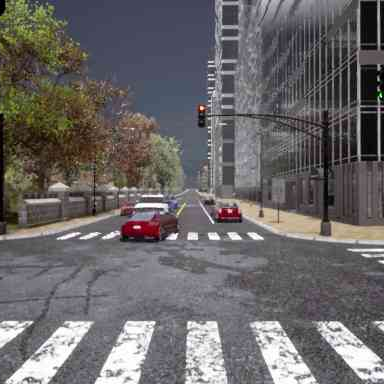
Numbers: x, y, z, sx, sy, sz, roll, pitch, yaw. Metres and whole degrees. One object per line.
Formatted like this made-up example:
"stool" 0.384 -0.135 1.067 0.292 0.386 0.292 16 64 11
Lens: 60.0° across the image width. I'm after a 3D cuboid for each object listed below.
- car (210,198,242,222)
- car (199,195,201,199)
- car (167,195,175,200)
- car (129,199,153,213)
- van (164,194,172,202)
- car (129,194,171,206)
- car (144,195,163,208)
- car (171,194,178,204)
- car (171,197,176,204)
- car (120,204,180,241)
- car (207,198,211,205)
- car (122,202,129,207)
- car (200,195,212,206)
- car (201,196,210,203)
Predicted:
"car" 2.747 1.442 25.997 1.967 1.590 4.097 0 0 0
"car" 2.820 1.434 60.083 1.967 1.590 4.097 0 0 0
"car" -5.500 1.531 88.525 1.802 1.307 4.206 0 0 0
"car" -5.610 1.553 37.376 2.008 1.369 4.403 0 0 0
"van" -5.523 1.313 77.158 1.690 1.788 3.998 0 0 0
"car" -3.049 1.223 25.477 2.150 2.045 5.566 0 0 0
"car" -5.585 1.316 48.742 2.192 1.841 5.009 0 0 0
"car" -2.992 1.354 45.841 2.097 1.767 4.553 0 0 0
"car" -3.023 1.528 35.631 1.812 1.442 4.674 0 0 0
"car" -2.015 1.568 17.010 1.994 1.385 4.181 0 0 14
"car" 2.758 1.568 31.678 1.947 1.339 4.313 0 0 0
"car" -5.622 1.547 31.693 1.887 1.381 4.507 0 0 0
"car" 2.807 1.564 54.402 1.947 1.339 4.313 0 0 0
"car" 2.845 1.506 71.619 1.752 1.417 4.829 0 0 0
